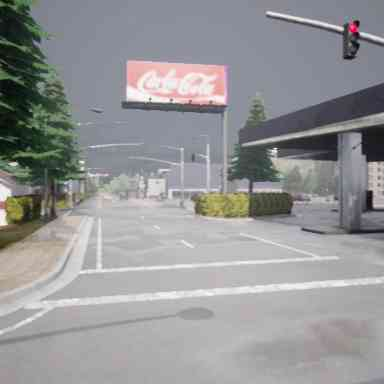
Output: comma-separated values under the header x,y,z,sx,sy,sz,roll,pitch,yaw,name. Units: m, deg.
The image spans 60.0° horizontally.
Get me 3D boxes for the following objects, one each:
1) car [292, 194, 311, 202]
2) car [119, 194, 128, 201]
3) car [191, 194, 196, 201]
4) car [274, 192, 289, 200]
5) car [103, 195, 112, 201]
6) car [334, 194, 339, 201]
x,y,z,sx,sy,sz,roll,pitch,yaw,name
22.564,1.266,68.688,2.007,1.523,4.514,0,0,-16,car
-15.647,1.229,76.085,2.128,1.511,4.902,0,0,-15,car
0.994,1.317,73.785,2.007,1.523,4.514,0,0,-16,car
23.721,1.038,88.231,1.932,1.855,4.605,0,0,-16,car
-19.508,1.329,76.916,1.882,1.535,5.008,0,0,-15,car
32.198,1.259,71.341,1.845,1.501,3.633,0,0,-16,car
